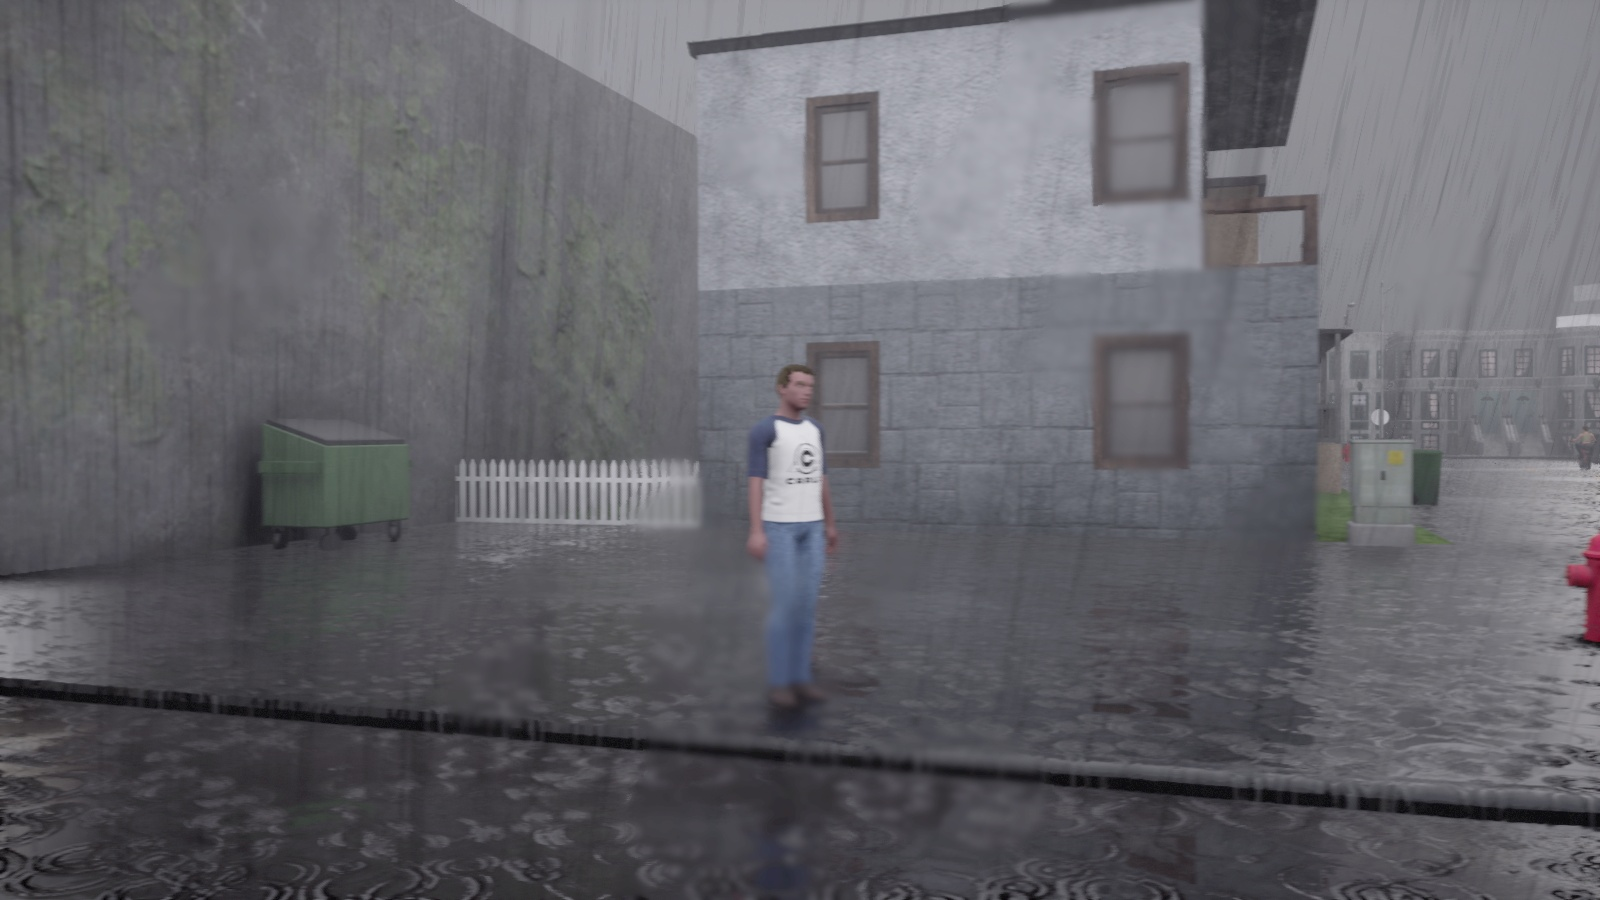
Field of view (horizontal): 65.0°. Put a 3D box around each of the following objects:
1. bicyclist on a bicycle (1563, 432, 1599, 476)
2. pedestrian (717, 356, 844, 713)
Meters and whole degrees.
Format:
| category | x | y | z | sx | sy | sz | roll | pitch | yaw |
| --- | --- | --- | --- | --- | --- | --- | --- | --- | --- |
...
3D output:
| category | x | y | z | sx | sy | sz | roll | pitch | yaw |
| --- | --- | --- | --- | --- | --- | --- | --- | --- | --- |
| bicyclist on a bicycle | 29.205 | 0.134 | 46.894 | 0.866 | 1.612 | 1.509 | 1 | 1 | 19 |
| pedestrian | -0.114 | 0.427 | 6.840 | 0.354 | 1.836 | 0.706 | 0 | 1 | -34 |
